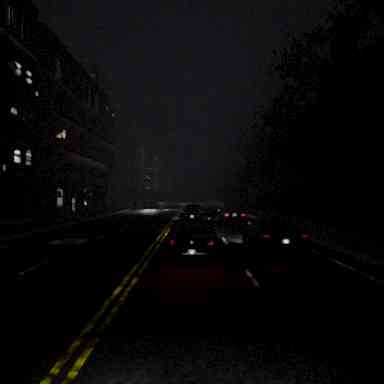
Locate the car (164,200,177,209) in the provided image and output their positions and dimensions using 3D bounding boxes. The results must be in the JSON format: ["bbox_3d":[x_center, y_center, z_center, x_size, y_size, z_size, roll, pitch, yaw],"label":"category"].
[{"bbox_3d":[-3.354,2.017,53.701,1.812,1.442,4.674,0,-1,0],"label":"car"}]

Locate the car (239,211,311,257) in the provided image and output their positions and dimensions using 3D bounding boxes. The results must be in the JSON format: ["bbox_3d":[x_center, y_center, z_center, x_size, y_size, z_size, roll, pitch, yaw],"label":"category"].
[{"bbox_3d":[3.269,1.686,13.472,1.994,1.385,4.181,0,0,1],"label":"car"}]

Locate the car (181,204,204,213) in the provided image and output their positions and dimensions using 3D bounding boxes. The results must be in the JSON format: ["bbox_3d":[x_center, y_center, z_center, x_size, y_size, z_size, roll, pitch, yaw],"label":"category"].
[{"bbox_3d":[0.019,1.787,28.937,1.812,1.442,4.674,0,0,0],"label":"car"}]

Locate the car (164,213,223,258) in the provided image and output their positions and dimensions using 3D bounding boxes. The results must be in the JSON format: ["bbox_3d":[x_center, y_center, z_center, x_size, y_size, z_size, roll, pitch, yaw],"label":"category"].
[{"bbox_3d":[0.017,1.721,13.285,1.895,1.301,4.718,0,0,0],"label":"car"}]

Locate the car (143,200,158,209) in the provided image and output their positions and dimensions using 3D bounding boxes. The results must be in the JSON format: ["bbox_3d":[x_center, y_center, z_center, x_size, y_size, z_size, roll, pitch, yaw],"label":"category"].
[{"bbox_3d":[-6.610,1.979,53.297,2.128,1.511,4.902,0,-1,0],"label":"car"}]

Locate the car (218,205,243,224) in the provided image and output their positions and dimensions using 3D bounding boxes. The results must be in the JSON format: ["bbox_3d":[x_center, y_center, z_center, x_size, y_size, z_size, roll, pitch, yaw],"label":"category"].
[{"bbox_3d":[3.253,1.797,27.567,2.033,1.411,5.357,0,-1,0],"label":"car"}]
